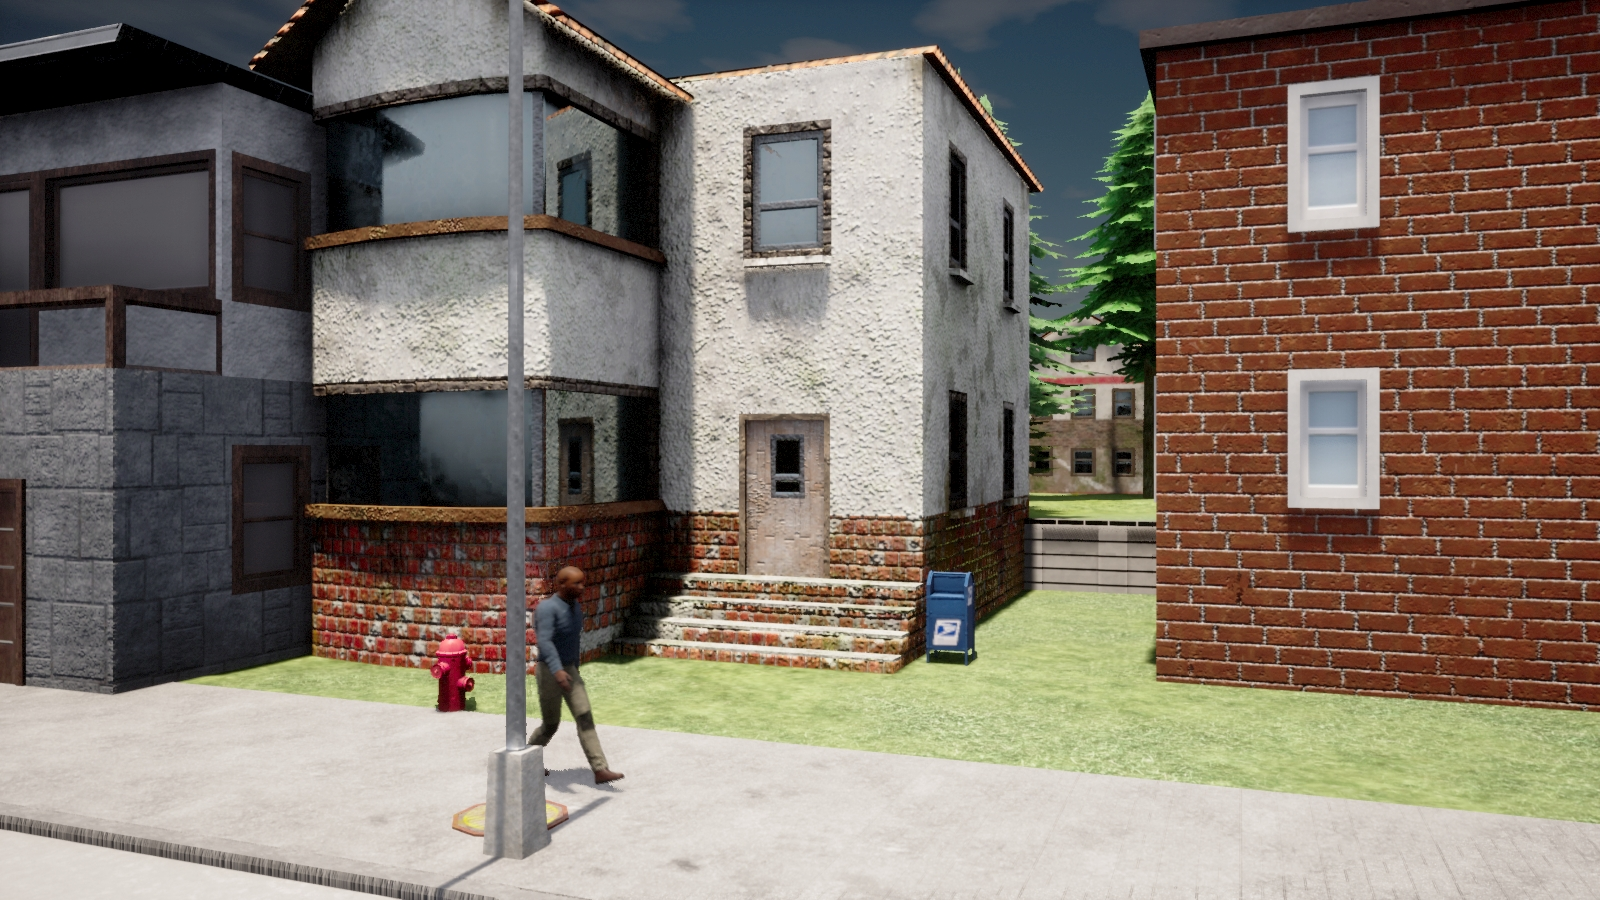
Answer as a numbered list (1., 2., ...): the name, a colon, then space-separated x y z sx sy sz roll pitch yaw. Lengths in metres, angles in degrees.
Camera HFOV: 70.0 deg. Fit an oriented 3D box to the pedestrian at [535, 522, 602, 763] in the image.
1. pedestrian: -1.865 1.524 9.207 0.375 1.860 0.375 0 0 32
